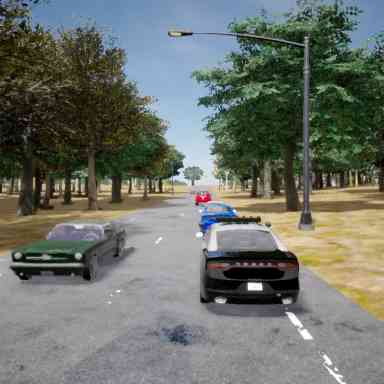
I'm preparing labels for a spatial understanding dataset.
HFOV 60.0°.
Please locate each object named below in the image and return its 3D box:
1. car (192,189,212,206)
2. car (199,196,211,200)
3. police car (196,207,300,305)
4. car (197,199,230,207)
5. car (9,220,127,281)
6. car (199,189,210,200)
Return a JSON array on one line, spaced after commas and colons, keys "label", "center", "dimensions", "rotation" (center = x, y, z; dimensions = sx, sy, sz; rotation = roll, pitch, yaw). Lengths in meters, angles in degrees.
[{"label": "car", "center": [1.617, 0.805, 46.158], "dimensions": [2.150, 2.045, 5.566], "rotation": [0, 1, 3]}, {"label": "car", "center": [1.669, 1.315, 24.290], "dimensions": [1.801, 1.575, 5.366], "rotation": [0, 1, 3]}, {"label": "police car", "center": [1.128, 1.409, 8.293], "dimensions": [1.930, 1.638, 5.238], "rotation": [0, 0, 1]}, {"label": "car", "center": [1.405, 1.401, 18.121], "dimensions": [1.882, 1.535, 5.008], "rotation": [0, 1, 2]}, {"label": "car", "center": [-3.347, 1.580, 9.973], "dimensions": [1.895, 1.301, 4.718], "rotation": [0, 0, 1]}, {"label": "car", "center": [2.489, 0.467, 67.354], "dimensions": [2.150, 2.045, 5.566], "rotation": [0, 1, 3]}]
